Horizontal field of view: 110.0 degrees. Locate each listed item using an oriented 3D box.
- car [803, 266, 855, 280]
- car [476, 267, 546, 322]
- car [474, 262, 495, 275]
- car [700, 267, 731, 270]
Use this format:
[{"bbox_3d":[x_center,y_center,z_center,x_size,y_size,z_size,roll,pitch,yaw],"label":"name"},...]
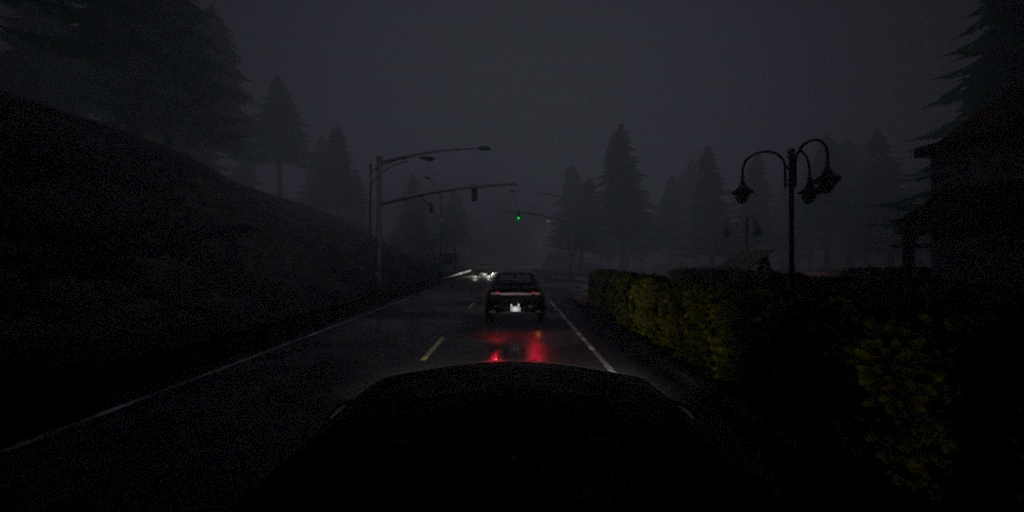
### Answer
[{"bbox_3d":[26.115,1.590,28.882,5.008,1.535,1.882,0,0,1],"label":"car"},{"bbox_3d":[0.113,1.322,12.684,2.128,1.511,4.902,0,0,0],"label":"car"},{"bbox_3d":[-3.490,1.539,44.188,1.882,1.535,5.008,0,0,0],"label":"car"},{"bbox_3d":[15.766,1.618,28.976,4.892,1.490,1.837,0,0,0],"label":"car"}]
